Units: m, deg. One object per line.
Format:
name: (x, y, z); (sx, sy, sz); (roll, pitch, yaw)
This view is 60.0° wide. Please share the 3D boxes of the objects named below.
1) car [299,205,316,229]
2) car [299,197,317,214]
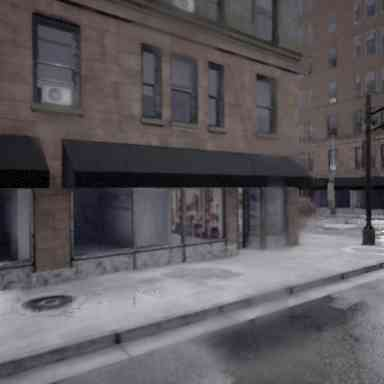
car: (5.497, 1.701, 21.702); (1.802, 1.307, 4.206); (-2, 0, -36)
car: (9.210, 1.406, 31.142); (2.192, 1.841, 5.009); (-2, 0, -36)
